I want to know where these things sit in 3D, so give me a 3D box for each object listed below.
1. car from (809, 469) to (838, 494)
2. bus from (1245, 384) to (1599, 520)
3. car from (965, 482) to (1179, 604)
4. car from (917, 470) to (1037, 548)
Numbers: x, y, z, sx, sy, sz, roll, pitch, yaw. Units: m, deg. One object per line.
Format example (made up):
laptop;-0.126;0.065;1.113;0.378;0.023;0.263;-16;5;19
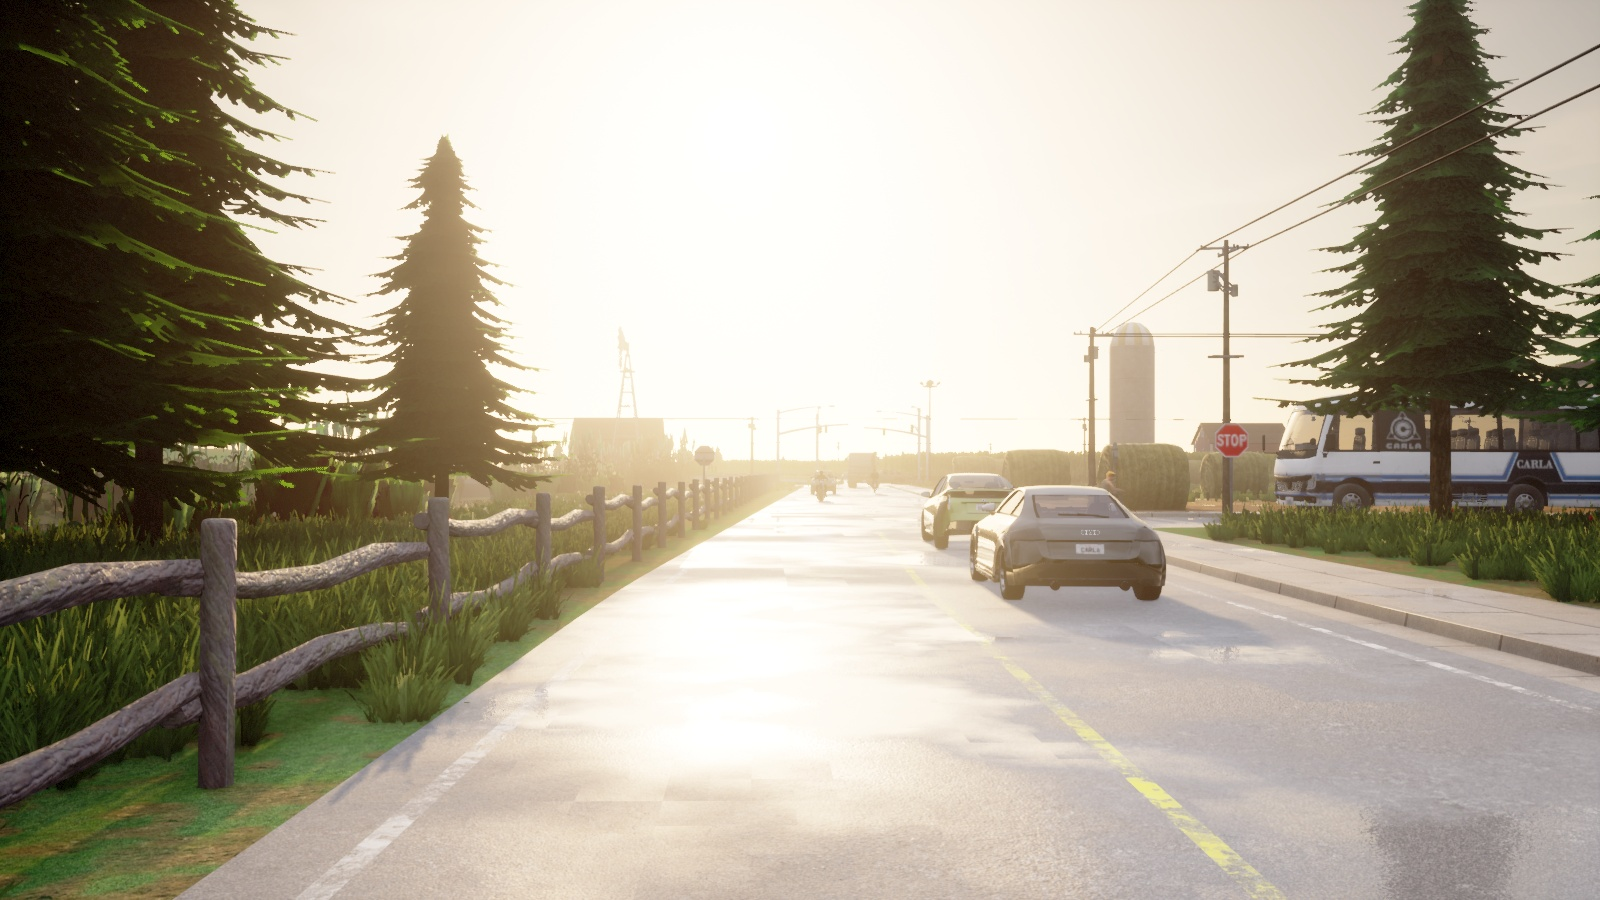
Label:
car;1.595;2.104;83.928;1.851;1.617;3.988;0;-1;1
bus;20.602;0.080;41.647;10.273;4.253;3.944;0;-1;-1
car;3.439;1.137;16.705;1.994;1.385;4.181;0;-1;1
car;3.652;1.185;26.666;2.007;1.525;4.514;0;-1;1
